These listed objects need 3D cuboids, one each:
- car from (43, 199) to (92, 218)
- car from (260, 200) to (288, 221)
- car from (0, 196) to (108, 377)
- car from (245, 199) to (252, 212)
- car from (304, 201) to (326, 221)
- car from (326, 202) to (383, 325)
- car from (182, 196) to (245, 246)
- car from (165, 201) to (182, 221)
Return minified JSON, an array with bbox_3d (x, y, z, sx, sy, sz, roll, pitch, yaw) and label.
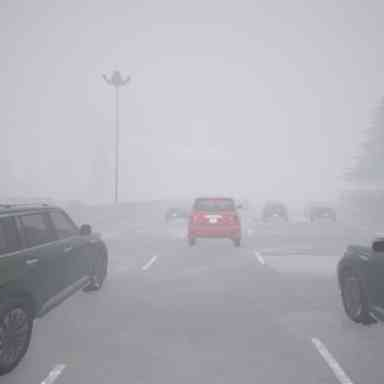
[{"bbox_3d":[-10.905,1.387,29.495,1.812,1.442,4.674,0,0,12],"label":"car"},{"bbox_3d":[6.517,1.425,26.441,1.837,1.490,4.892,0,0,11],"label":"car"},{"bbox_3d":[-3.180,1.191,5.668,2.150,2.045,5.566,0,0,3],"label":"car"},{"bbox_3d":[5.577,1.425,37.325,2.033,1.411,5.357,0,0,16],"label":"car"},{"bbox_3d":[9.994,1.456,26.022,1.812,1.442,4.674,0,0,11],"label":"car"},{"bbox_3d":[3.736,1.217,3.893,2.150,2.045,5.566,0,0,2],"label":"car"},{"bbox_3d":[1.120,1.168,15.237,2.150,2.045,5.566,0,0,7],"label":"car"},{"bbox_3d":[-0.786,1.429,25.548,1.812,1.442,4.674,0,0,11],"label":"car"}]
